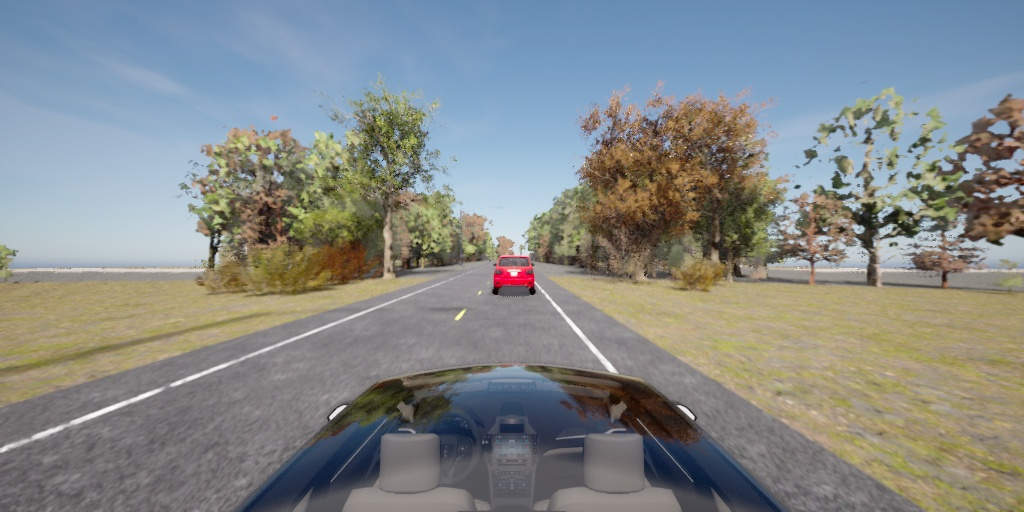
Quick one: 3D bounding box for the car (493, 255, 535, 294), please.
[{"bbox_3d":[0.107,0.972,20.334,2.150,2.045,5.566,0,0,0],"label":"car"}]
